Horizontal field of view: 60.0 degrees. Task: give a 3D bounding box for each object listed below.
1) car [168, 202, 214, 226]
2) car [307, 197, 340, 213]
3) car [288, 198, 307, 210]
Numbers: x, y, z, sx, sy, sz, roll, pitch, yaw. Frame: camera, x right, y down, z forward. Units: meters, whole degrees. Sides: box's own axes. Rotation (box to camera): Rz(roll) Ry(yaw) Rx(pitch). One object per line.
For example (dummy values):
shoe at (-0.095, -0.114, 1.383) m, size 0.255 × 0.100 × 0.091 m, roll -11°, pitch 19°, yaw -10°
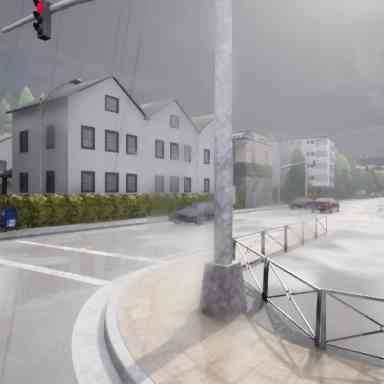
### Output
car at (0.720, 1.360, 21.953) m, size 2.033 × 1.411 × 5.357 m, roll 0°, pitch 0°, yaw 35°
car at (13.515, 1.289, 33.611) m, size 1.882 × 1.535 × 5.008 m, roll 0°, pitch 0°, yaw 35°
car at (13.154, 1.360, 39.368) m, size 2.033 × 1.411 × 5.357 m, roll 0°, pitch 0°, yaw 36°
